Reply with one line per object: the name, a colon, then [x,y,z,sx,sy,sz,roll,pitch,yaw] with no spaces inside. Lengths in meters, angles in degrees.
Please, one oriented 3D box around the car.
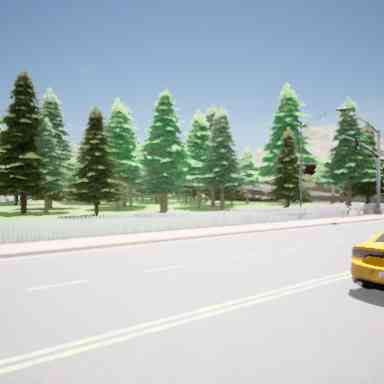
car: [5.782,1.473,7.892,5.008,1.535,1.882,0,0,-35]
